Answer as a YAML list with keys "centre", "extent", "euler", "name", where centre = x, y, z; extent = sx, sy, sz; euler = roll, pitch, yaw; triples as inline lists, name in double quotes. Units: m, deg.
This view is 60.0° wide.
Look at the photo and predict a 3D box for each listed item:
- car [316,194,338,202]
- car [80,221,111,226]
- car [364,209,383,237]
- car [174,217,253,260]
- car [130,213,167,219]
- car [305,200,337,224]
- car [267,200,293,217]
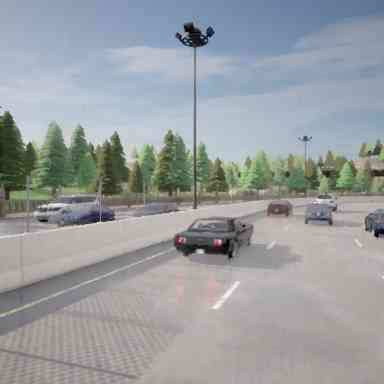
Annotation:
- centre: [15.694, 1.222, 38.879]
  extent: [2.150, 2.045, 5.566]
  euler: [0, 0, 27]
  name: "car"
- centre: [-6.863, 1.525, 21.888]
  extent: [1.812, 1.442, 4.674]
  euler: [0, 0, 21]
  name: "car"
- centre: [10.451, 1.564, 17.642]
  extent: [1.994, 1.385, 4.181]
  euler: [0, 0, 21]
  name: "car"
- centre: [1.068, 1.601, 12.681]
  extent: [1.895, 1.301, 4.718]
  euler: [0, 0, 21]
  name: "car"
- centre: [-2.510, 1.504, 23.457]
  extent: [1.837, 1.490, 4.892]
  euler: [0, 0, 21]
  name: "car"
- centre: [9.446, 1.547, 24.805]
  extent: [2.033, 1.411, 5.357]
  euler: [0, 0, 21]
  name: "car"
- centre: [8.487, 1.477, 31.815]
  extent: [1.882, 1.535, 5.008]
  euler: [0, 0, 22]
  name: "car"
